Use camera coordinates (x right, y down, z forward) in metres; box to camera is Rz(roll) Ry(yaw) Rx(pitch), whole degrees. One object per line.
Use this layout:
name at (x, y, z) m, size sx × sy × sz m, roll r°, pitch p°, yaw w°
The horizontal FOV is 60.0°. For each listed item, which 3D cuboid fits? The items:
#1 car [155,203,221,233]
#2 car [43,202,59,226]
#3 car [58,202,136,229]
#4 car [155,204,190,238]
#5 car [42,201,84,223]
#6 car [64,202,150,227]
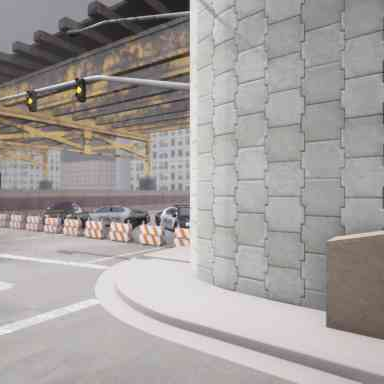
car at (-0.378, 1.295, 17.774) m, size 1.853 × 1.218 × 4.536 m, roll 0°, pitch 0°, yaw -25°
car at (-8.818, 1.453, 23.069) m, size 2.038 × 1.542 × 4.974 m, roll 0°, pitch 0°, yaw -10°
car at (-5.124, 1.453, 20.314) m, size 4.974 × 1.542 × 2.038 m, roll 0°, pitch 0°, yaw 0°
car at (-0.356, 1.453, 17.727) m, size 2.038 × 1.542 × 4.974 m, roll 0°, pitch 0°, yaw -25°
car at (-8.827, 1.295, 23.120) m, size 1.853 × 1.218 × 4.536 m, roll 0°, pitch 0°, yaw -10°
car at (-5.072, 1.295, 20.314) m, size 4.536 × 1.218 × 1.853 m, roll 0°, pitch 0°, yaw 0°
